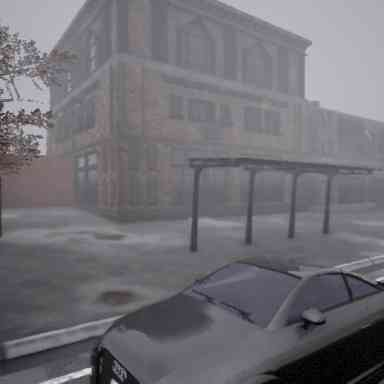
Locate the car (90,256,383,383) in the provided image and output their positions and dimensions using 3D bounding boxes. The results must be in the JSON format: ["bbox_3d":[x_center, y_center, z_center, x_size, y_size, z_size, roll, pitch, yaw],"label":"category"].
[{"bbox_3d":[0.966,1.563,4.068,4.181,1.385,1.994,0,0,-36],"label":"car"}]
